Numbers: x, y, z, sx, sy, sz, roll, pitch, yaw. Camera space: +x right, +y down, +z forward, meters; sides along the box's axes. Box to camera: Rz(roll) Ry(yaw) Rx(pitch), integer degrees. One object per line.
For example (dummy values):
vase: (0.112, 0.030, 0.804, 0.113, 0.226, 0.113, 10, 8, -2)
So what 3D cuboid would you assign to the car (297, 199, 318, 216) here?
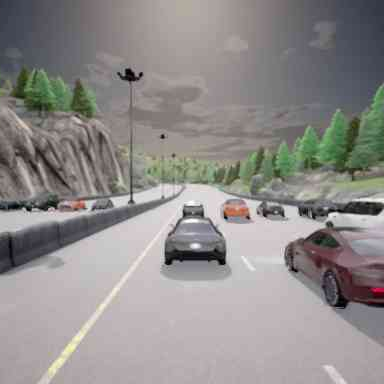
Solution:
car: (10.606, 1.357, 28.489, 2.097, 1.767, 4.553, 0, 0, 0)

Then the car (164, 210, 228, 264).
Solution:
car: (0.102, 1.566, 11.830, 1.994, 1.385, 4.181, 0, 0, 0)

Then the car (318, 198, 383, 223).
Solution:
car: (7.104, 1.223, 12.791, 2.150, 2.045, 5.566, 0, 0, 0)

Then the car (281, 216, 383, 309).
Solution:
car: (3.601, 1.527, 7.751, 1.812, 1.442, 4.674, 0, 0, 0)

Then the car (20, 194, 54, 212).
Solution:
car: (-17.576, 1.230, 39.469, 2.150, 2.045, 5.566, 0, 0, 0)

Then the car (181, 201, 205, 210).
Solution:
car: (0.106, 1.496, 29.362, 2.128, 1.511, 4.902, 0, 0, 0)

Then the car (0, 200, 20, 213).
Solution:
car: (-21.080, 1.606, 37.940, 1.895, 1.301, 4.718, 0, 0, 0)

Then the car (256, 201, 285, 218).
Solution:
car: (7.107, 1.531, 30.349, 1.812, 1.442, 4.674, 0, 0, 0)

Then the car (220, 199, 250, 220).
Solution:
car: (3.606, 1.357, 28.488, 2.097, 1.767, 4.553, 0, 0, 0)

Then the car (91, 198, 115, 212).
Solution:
car: (-10.576, 1.512, 39.701, 1.837, 1.490, 4.892, 0, 0, 0)

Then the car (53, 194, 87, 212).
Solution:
car: (-14.075, 1.357, 39.208, 2.097, 1.767, 4.553, 0, 0, 0)
